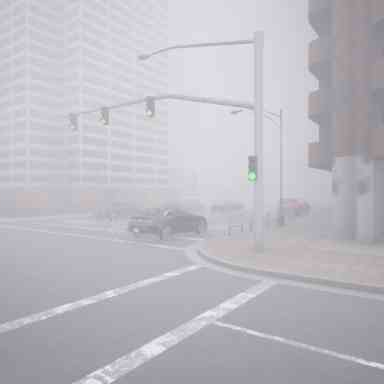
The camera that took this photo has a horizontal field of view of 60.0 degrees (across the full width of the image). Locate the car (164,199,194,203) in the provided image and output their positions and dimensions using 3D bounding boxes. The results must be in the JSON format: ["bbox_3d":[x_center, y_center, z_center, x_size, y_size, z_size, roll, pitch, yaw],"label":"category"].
[{"bbox_3d":[-2.049,1.564,27.876,1.994,1.385,4.181,0,0,35],"label":"car"}]

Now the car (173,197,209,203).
[{"bbox_3d":[-0.440,1.564,36.242,1.994,1.385,4.181,0,0,35],"label":"car"}]

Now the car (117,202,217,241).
[{"bbox_3d":[-1.076,1.490,16.734,2.128,1.511,4.902,0,0,35],"label":"car"}]

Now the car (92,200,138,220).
[{"bbox_3d":[-6.159,1.505,28.115,1.837,1.490,4.892,0,0,35],"label":"car"}]

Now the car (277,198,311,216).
[{"bbox_3d":[10.091,1.352,32.638,2.097,1.767,4.553,0,0,35],"label":"car"}]

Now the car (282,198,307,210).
[{"bbox_3d":[13.541,1.564,43.683,1.994,1.385,4.181,0,0,35],"label":"car"}]

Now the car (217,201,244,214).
[{"bbox_3d":[3.822,1.601,36.212,1.895,1.301,4.718,0,0,35],"label":"car"}]
